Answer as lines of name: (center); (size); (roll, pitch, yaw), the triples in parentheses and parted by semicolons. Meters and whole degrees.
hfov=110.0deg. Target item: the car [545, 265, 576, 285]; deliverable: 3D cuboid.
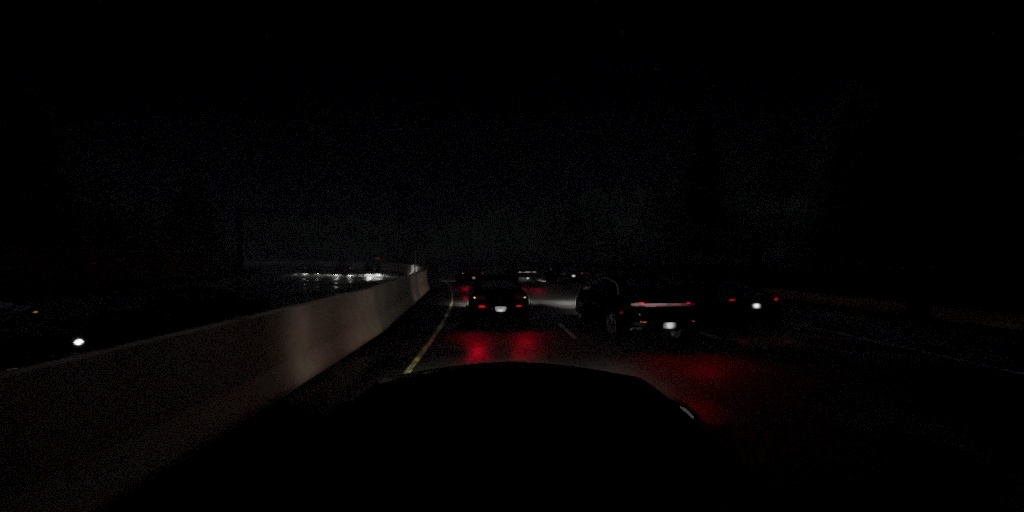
car: (3.951, 1.406, 27.646); (1.994, 1.385, 4.181); (0, 0, -13)

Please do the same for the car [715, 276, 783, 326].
car: (6.518, 1.346, 11.821); (1.994, 1.385, 4.181); (0, 0, -5)

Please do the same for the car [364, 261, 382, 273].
car: (-18.251, 1.422, 46.908); (2.128, 1.511, 4.902); (0, 0, -27)

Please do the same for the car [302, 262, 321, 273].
car: (-26.275, 1.463, 47.002); (1.812, 1.442, 4.674); (0, 0, -30)

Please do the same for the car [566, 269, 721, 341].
car: (3.181, 1.270, 10.023); (2.128, 1.511, 4.902); (0, 0, -4)

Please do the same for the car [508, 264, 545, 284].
car: (0.535, 1.334, 26.969); (2.128, 1.511, 4.902); (0, 0, -13)

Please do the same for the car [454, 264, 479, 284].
car: (-3.334, 1.375, 27.968); (1.812, 1.442, 4.674); (0, 0, -14)

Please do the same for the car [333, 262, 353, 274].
car: (-21.169, 1.452, 44.947); (1.812, 1.442, 4.674); (0, 0, -27)

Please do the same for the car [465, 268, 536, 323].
car: (-0.544, 1.315, 12.262); (1.812, 1.442, 4.674); (0, 0, -6)

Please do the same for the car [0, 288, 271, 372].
car: (-7.337, 1.378, 7.450); (1.895, 1.301, 4.718); (0, 0, -4)
